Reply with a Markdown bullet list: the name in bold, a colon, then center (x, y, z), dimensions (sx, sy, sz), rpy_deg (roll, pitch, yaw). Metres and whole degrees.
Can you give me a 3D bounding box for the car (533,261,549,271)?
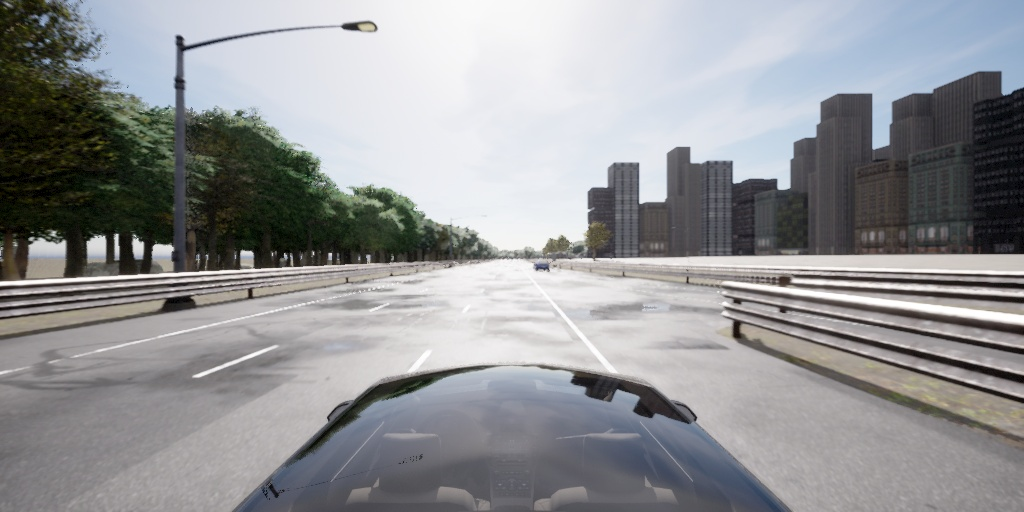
- **car**: center (4.325, 1.469, 53.602), dimensions (1.882, 1.535, 5.008), rpy_deg (0, -1, -5)
